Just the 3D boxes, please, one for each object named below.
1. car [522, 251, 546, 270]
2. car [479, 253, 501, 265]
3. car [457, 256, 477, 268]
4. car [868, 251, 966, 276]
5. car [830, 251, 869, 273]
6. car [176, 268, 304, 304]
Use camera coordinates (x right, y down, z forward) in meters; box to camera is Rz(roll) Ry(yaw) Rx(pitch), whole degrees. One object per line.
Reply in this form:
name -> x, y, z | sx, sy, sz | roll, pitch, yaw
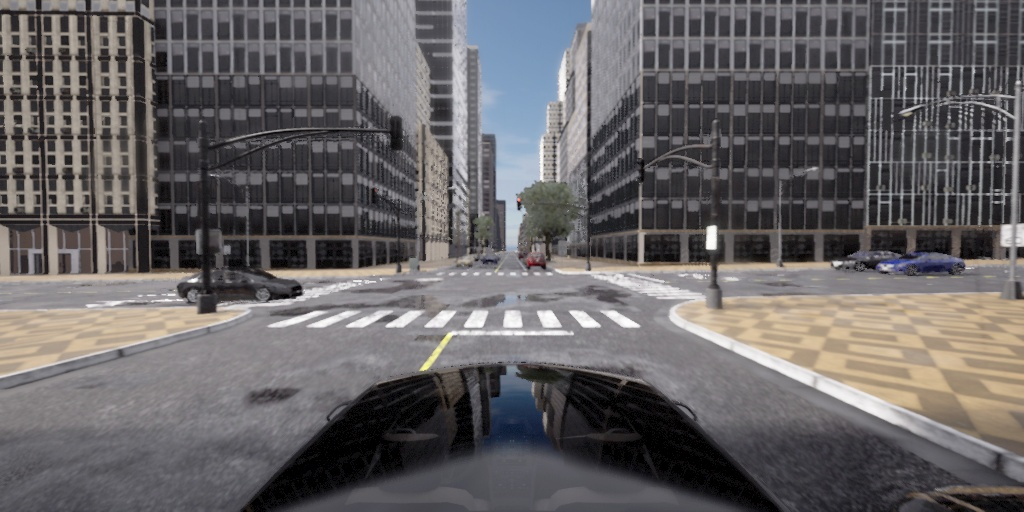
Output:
car -> 2.597, 0.525, 38.972 | 2.192, 1.841, 5.009 | 0, 0, 0
car -> -3.176, 0.363, 52.527 | 2.097, 1.767, 4.553 | 0, 1, 0
car -> -5.796, 0.653, 44.421 | 1.751, 1.417, 4.829 | 0, 0, 0
car -> 26.522, 0.511, 23.309 | 4.674, 1.442, 1.812 | -1, 1, -1
car -> 26.445, 0.402, 26.556 | 4.902, 1.511, 2.128 | -1, 1, -1
car -> -11.984, 1.299, 15.981 | 4.892, 1.490, 1.837 | 1, 2, -1
